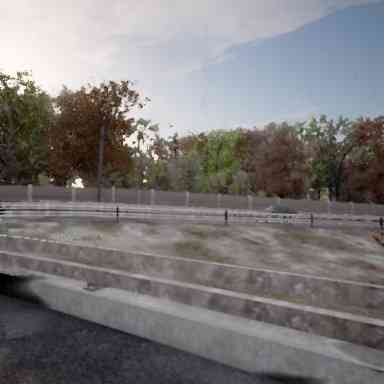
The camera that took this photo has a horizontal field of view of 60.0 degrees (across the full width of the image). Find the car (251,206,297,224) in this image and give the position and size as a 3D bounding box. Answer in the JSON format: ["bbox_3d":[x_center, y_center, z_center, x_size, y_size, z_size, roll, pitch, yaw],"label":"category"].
[{"bbox_3d":[9.669,2.649,38.885,5.566,2.045,2.150,4,-1,-21],"label":"car"}]
